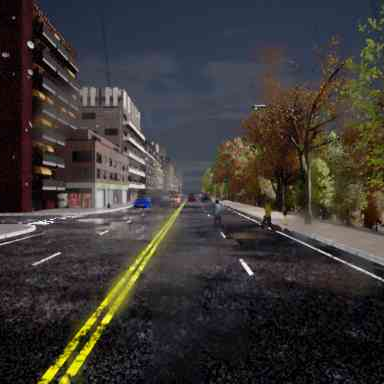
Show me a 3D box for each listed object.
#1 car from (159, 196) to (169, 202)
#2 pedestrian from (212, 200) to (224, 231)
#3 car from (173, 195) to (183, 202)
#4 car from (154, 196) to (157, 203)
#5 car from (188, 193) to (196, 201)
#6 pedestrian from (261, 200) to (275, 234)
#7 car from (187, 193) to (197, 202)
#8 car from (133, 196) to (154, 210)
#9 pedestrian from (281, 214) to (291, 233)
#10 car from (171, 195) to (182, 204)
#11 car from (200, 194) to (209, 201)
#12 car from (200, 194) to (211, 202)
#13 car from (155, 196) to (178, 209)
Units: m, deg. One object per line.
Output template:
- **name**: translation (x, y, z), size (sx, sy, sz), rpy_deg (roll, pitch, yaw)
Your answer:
- **car**: translation (-6.514, 1.574, 77.254), size (1.895, 1.301, 4.718), rpy_deg (0, 0, 0)
- **pedestrian**: translation (1.490, 1.295, 19.009), size (0.375, 1.860, 0.375), rpy_deg (0, 0, 0)
- **car**: translation (-3.264, 1.529, 77.543), size (1.994, 1.385, 4.181), rpy_deg (0, 0, 0)
- **car**: translation (-6.567, 1.490, 62.140), size (1.882, 1.535, 5.008), rpy_deg (0, 0, 0)
- **car**: translation (-0.015, 1.161, 84.583), size (2.150, 2.045, 5.566), rpy_deg (0, 0, 0)
- **pedestrian**: translation (4.053, 1.294, 17.809), size (0.375, 1.860, 0.375), rpy_deg (0, 0, 0)
- **car**: translation (-0.012, 1.488, 74.137), size (1.882, 1.535, 5.008), rpy_deg (0, 0, 0)
- **car**: translation (-6.604, 1.482, 44.130), size (1.882, 1.535, 5.008), rpy_deg (0, 0, 0)
- **pedestrian**: translation (5.191, 1.674, 18.409), size (0.500, 1.100, 0.500), rpy_deg (0, 0, 0)
- **car**: translation (-3.321, 1.364, 62.410), size (2.097, 1.767, 4.553), rpy_deg (0, 0, 0)
- **car**: translation (3.236, 1.291, 84.524), size (2.097, 1.767, 4.553), rpy_deg (0, 0, 0)
- **car**: translation (3.237, 1.510, 74.138), size (1.837, 1.490, 4.892), rpy_deg (0, 0, 0)
- **car**: translation (-3.352, 1.568, 44.577), size (1.994, 1.385, 4.181), rpy_deg (0, 0, 0)
